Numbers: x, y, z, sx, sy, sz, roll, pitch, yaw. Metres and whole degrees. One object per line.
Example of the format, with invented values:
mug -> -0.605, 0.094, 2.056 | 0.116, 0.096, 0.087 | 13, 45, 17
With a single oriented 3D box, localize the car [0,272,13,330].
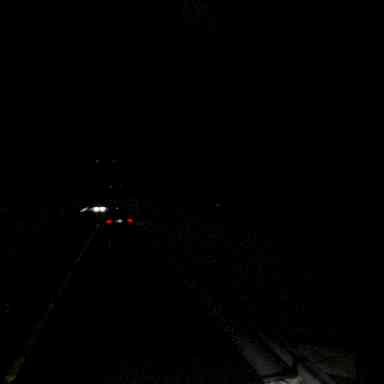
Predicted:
car -> -3.828, 1.673, 4.192 | 1.994, 1.385, 4.181 | -1, 0, -13

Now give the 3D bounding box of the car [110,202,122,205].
car -> -9.803, 2.048, 43.605 | 1.994, 1.385, 4.181 | -1, 0, -13

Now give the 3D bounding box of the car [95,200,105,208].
car -> -17.787, 2.238, 64.304 | 2.128, 1.511, 4.902 | -1, 0, -13

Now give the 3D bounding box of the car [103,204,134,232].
car -> -4.841, 1.804, 22.148 | 2.033, 1.411, 5.357 | -1, 0, -13
